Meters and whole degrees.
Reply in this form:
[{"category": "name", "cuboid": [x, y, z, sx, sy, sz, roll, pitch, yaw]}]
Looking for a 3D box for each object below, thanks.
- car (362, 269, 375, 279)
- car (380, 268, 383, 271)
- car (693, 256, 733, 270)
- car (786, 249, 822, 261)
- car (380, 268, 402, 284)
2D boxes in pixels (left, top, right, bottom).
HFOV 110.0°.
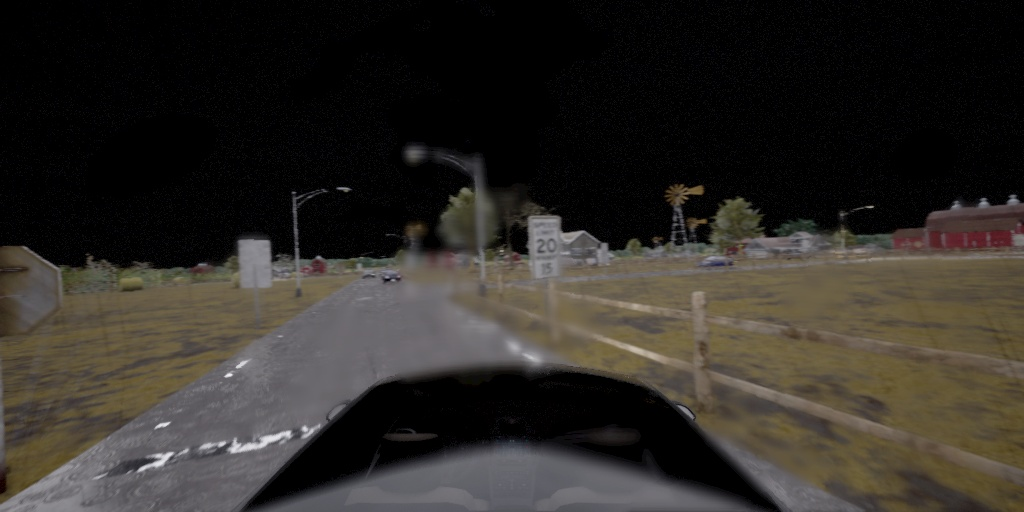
[{"category": "car", "cuboid": [-23.436, 2.960, 58.781, 1.837, 1.490, 4.892, -3, -1, -20]}, {"category": "car", "cuboid": [-17.192, 2.547, 50.087, 2.033, 1.411, 5.357, -3, -1, -20]}, {"category": "car", "cuboid": [22.464, 0.703, 40.043, 4.674, 1.442, 1.812, -2, 0, -20]}, {"category": "car", "cuboid": [36.906, -0.179, 45.378, 4.892, 1.490, 1.837, -2, 0, -21]}, {"category": "car", "cuboid": [-13.003, 2.242, 38.988, 1.895, 1.301, 4.718, -3, -1, -20]}]
